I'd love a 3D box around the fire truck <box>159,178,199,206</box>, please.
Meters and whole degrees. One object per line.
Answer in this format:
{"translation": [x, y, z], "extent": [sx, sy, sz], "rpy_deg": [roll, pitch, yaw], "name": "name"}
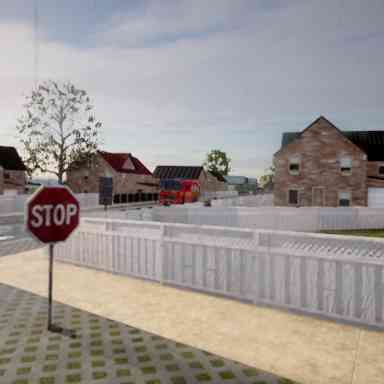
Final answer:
{"translation": [-1.641, -0.035, 47.021], "extent": [2.891, 3.827, 8.468], "rpy_deg": [2, 1, 19], "name": "fire truck"}
